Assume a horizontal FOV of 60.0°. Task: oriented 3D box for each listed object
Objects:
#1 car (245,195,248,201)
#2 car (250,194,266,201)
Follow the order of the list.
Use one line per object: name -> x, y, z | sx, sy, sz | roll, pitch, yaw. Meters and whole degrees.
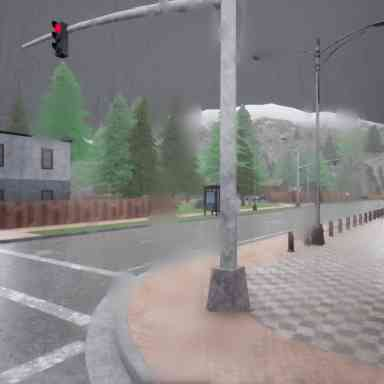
car -> 13.046, 1.146, 77.459 | 1.905, 1.878, 3.866 | 0, 0, 36
car -> 15.311, 1.144, 76.300 | 1.932, 1.855, 4.605 | 0, 0, 36
